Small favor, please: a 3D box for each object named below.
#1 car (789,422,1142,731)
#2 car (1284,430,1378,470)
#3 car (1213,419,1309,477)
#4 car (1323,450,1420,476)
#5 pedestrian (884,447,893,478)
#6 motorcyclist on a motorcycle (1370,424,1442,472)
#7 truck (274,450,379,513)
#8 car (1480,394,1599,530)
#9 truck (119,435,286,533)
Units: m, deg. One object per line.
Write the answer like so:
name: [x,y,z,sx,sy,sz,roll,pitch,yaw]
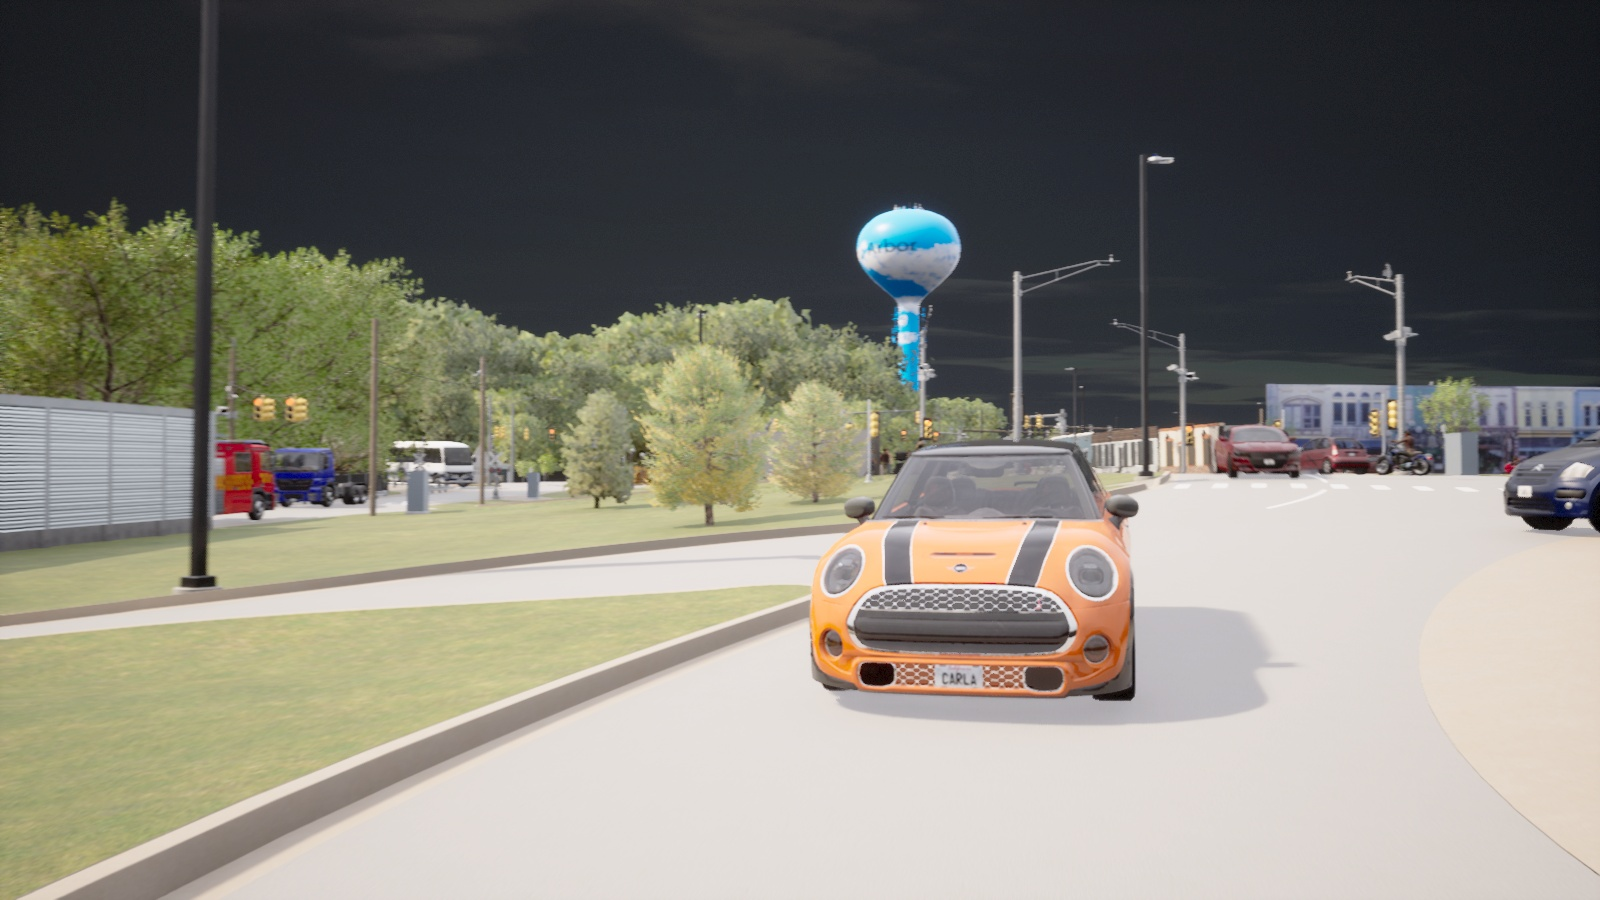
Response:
car: [1.548,0.718,9.837,2.097,1.767,4.553,-1,2,15]
car: [22.505,0.044,53.423,1.851,1.617,3.988,0,-1,-9]
car: [13.336,-0.099,36.573,1.882,1.535,5.008,-1,1,12]
car: [32.435,0.742,71.313,4.674,1.442,1.812,0,-2,-4]
pedestrian: [5.403,0.778,76.948,0.431,1.840,0.703,-1,-2,13]
motorcyclist on a motorcycle: [21.325,-0.057,44.236,0.766,1.649,2.350,0,-1,-23]
truck: [-27.822,1.790,74.183,2.891,3.462,7.936,-1,-1,3]
car: [11.225,0.086,16.043,3.988,1.617,1.851,-2,-1,0]
truck: [-25.165,1.383,53.471,2.891,3.827,8.468,0,-1,1]
